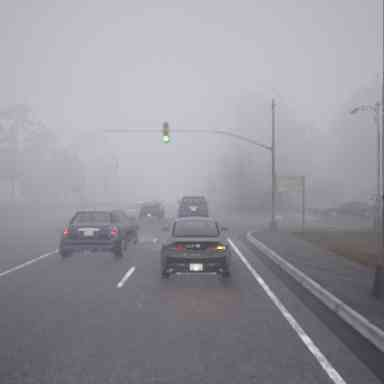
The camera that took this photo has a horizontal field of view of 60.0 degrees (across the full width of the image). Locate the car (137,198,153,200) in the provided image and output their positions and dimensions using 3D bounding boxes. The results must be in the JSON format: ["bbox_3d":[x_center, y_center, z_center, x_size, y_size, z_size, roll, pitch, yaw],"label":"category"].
[{"bbox_3d":[-7.085,1.646,47.272,1.812,1.442,4.674,0,0,0],"label":"car"}]

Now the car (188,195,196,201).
[{"bbox_3d":[-0.001,1.583,87.916,1.882,1.535,5.008,0,0,0],"label":"car"}]

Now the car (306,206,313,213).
[{"bbox_3d":[14.454,1.632,33.729,5.357,1.411,2.033,0,0,3],"label":"car"}]

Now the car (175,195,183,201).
[{"bbox_3d":[-3.501,1.705,89.776,1.882,1.535,5.008,0,0,0],"label":"car"}]

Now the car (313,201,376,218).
[{"bbox_3d":[14.052,1.581,30.245,4.892,1.490,1.837,0,0,3],"label":"car"}]

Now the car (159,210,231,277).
[{"bbox_3d":[0.099,1.531,10.286,1.837,1.490,4.892,0,0,0],"label":"car"}]

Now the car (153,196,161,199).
[{"bbox_3d":[-7.036,1.692,56.998,2.033,1.411,5.357,0,0,1],"label":"car"}]

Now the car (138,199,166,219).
[{"bbox_3d":[-3.400,1.577,28.847,1.837,1.490,4.892,0,0,0],"label":"car"}]

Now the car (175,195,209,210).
[{"bbox_3d":[0.098,1.285,25.143,2.150,2.045,5.566,0,0,0],"label":"car"}]

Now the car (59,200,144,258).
[{"bbox_3d":[-3.400,1.386,13.067,2.097,1.767,4.553,0,0,0],"label":"car"}]

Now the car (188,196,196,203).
[{"bbox_3d":[0.000,1.667,77.497,1.882,1.535,5.008,0,0,0],"label":"car"}]

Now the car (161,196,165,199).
[{"bbox_3d":[-7.000,1.647,66.776,1.882,1.535,5.008,0,0,0],"label":"car"}]

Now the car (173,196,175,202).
[{"bbox_3d":[-3.500,1.557,79.713,2.097,1.767,4.553,0,0,0],"label":"car"}]
